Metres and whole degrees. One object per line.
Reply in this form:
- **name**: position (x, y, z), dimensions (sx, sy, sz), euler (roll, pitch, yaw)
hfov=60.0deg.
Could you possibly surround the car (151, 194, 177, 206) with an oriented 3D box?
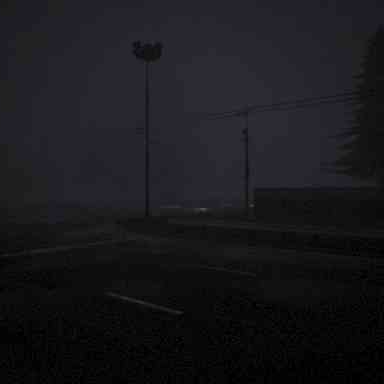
- **car**: position (-4.547, 1.349, 57.608), dimensions (2.150, 2.045, 5.566), euler (0, 0, 37)

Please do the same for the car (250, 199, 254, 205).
- **car**: position (12.761, 1.715, 63.017), dimensions (1.994, 1.385, 4.181), euler (0, 0, 40)

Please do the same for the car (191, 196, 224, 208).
- **car**: position (2.381, 1.639, 49.372), dimensions (1.812, 1.442, 4.674), euler (0, 0, 37)

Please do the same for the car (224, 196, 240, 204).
- **car**: position (7.903, 1.638, 68.257), dimensions (1.882, 1.535, 5.008), euler (0, 0, 42)

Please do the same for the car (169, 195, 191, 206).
- **car**: position (-1.347, 1.690, 56.070), dimensions (1.994, 1.385, 4.181), euler (0, 0, 37)

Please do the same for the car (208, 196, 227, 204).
- **car**: position (5.478, 1.688, 70.749), dimensions (1.812, 1.442, 4.674), euler (0, 0, 37)
